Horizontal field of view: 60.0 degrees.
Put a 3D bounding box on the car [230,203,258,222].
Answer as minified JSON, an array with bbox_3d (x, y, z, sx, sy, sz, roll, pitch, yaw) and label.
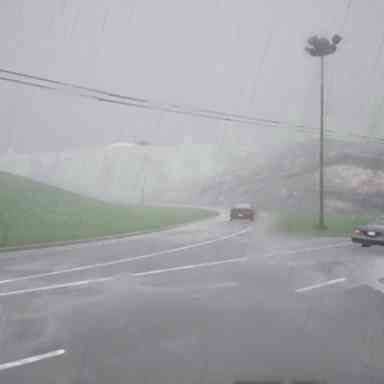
[{"bbox_3d":[4.554,1.688,28.628,1.882,1.535,5.008,1,0,17],"label":"car"}]

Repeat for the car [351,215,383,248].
[{"bbox_3d":[9.099,1.710,14.534,5.357,1.411,2.033,1,0,-35],"label":"car"}]
